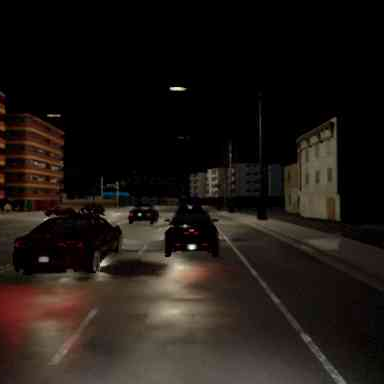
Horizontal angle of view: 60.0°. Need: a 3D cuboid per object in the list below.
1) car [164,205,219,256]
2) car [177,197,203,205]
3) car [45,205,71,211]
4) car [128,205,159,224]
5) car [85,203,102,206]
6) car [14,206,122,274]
[{"bbox_3d":[-0.021,1.453,12.816,1.837,1.490,4.892,0,0,0],"label":"car"},{"bbox_3d":[-0.167,1.470,30.119,2.150,2.045,5.566,0,-2,0],"label":"car"},{"bbox_3d":[-14.415,2.106,36.575,1.895,1.301,4.718,0,-2,0],"label":"car"},{"bbox_3d":[-3.638,1.677,25.563,2.033,1.411,5.357,0,-1,0],"label":"car"},{"bbox_3d":[-10.914,2.002,36.534,1.837,1.490,4.892,0,-2,0],"label":"car"},{"bbox_3d":[-3.506,1.424,10.323,1.882,1.535,5.008,0,0,0],"label":"car"}]
